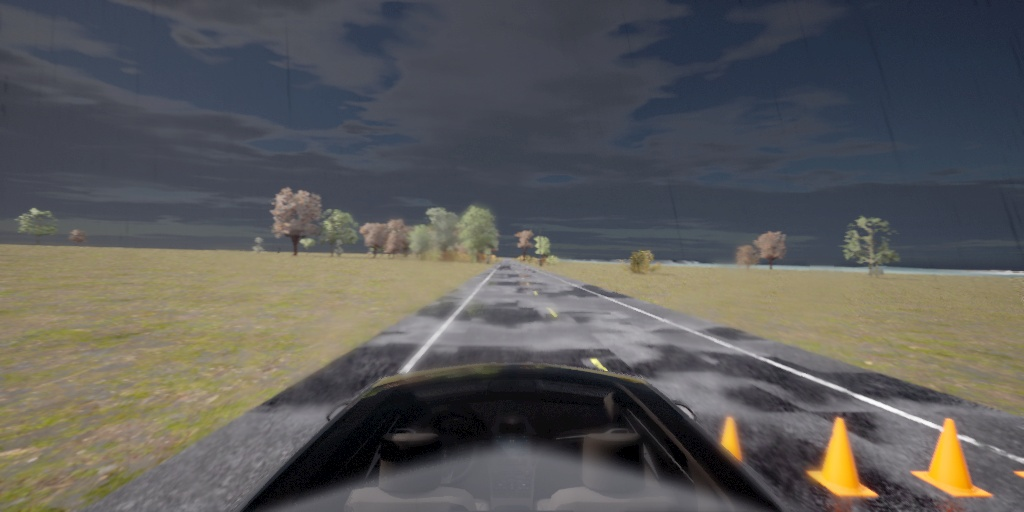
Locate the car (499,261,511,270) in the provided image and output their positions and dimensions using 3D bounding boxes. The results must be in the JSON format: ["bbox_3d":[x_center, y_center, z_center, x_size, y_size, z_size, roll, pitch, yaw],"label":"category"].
[{"bbox_3d":[-1.094,1.653,61.841,1.837,1.490,4.892,1,-1,-1],"label":"car"}]

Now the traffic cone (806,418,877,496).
[{"bbox_3d":[2.943,1.753,3.214,0.340,0.580,0.340,0,0,-1],"label":"traffic cone"}]

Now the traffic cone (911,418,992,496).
[{"bbox_3d":[3.942,1.765,3.232,0.340,0.580,0.340,0,0,-1],"label":"traffic cone"}]

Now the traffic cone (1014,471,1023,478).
[{"bbox_3d":[4.942,1.778,3.249,0.340,0.580,0.340,0,0,-1],"label":"traffic cone"}]

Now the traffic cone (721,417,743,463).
[{"bbox_3d":[1.943,1.740,3.196,0.340,0.580,0.340,0,0,-1],"label":"traffic cone"}]
